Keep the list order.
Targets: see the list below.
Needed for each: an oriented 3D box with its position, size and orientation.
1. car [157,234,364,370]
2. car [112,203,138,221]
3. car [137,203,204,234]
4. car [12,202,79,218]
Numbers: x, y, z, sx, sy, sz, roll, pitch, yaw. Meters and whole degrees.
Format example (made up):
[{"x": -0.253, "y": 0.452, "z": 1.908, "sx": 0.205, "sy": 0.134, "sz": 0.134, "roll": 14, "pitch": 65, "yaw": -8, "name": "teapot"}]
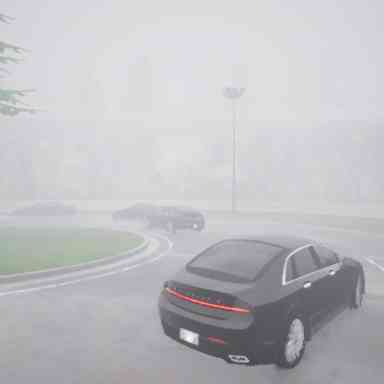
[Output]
[{"x": 1.559, "y": 1.516, "z": 5.893, "sx": 1.837, "sy": 1.490, "sz": 4.892, "roll": 1, "pitch": 1, "yaw": 41, "name": "car"}, {"x": -3.972, "y": 1.556, "z": 25.793, "sx": 4.674, "sy": 1.442, "sz": 1.812, "roll": 0, "pitch": -1, "yaw": 24, "name": "car"}, {"x": -1.195, "y": 1.531, "z": 19.530, "sx": 1.837, "sy": 1.490, "sz": 4.892, "roll": 3, "pitch": -2, "yaw": -34, "name": "car"}, {"x": -12.997, "y": 1.569, "z": 29.756, "sx": 5.357, "sy": 1.411, "sz": 2.033, "roll": 0, "pitch": 0, "yaw": -14, "name": "car"}]
